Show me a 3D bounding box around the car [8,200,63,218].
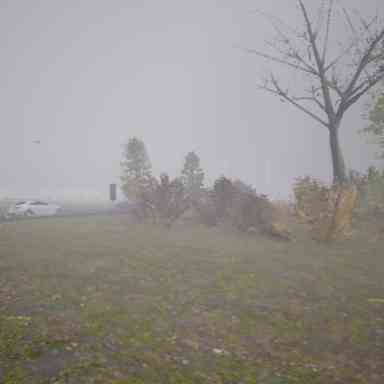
[{"bbox_3d":[-13.607,1.452,29.199,1.812,1.442,4.674,-1,-1,32],"label":"car"}]

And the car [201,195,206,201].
[{"bbox_3d":[2.626,1.533,62.695,2.150,2.045,5.566,-1,-1,31],"label":"car"}]

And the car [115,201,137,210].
[{"bbox_3d":[-8.240,1.592,44.843,1.882,1.535,5.008,-1,-1,31],"label":"car"}]
